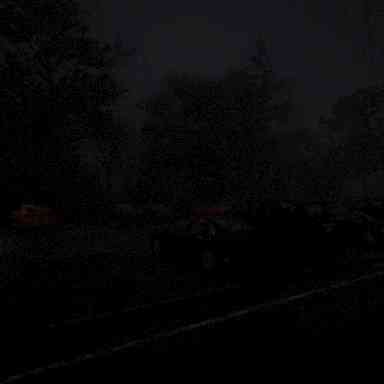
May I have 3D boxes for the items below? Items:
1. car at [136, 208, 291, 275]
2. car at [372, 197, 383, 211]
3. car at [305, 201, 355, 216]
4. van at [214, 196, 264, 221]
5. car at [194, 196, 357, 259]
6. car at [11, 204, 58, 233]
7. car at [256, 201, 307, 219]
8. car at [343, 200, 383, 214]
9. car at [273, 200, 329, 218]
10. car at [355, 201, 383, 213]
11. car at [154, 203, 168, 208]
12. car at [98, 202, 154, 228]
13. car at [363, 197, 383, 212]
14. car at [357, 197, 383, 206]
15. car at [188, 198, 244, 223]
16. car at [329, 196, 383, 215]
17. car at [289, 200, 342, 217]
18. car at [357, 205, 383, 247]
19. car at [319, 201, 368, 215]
[{"bbox_3d":[0.396,1.491,10.715,2.231,1.521,4.892,0,0,-35],"label":"car"},{"bbox_3d":[28.989,1.740,47.195,2.435,2.045,5.566,1,-1,-36],"label":"car"},{"bbox_3d":[15.499,1.802,37.542,2.163,1.488,4.792,1,0,-36],"label":"car"},{"bbox_3d":[4.087,1.384,29.562,1.878,1.987,4.442,1,0,-36],"label":"van"},{"bbox_3d":[2.659,1.256,12.370,2.435,2.045,5.566,1,0,-35],"label":"car"},{"bbox_3d":[-9.445,1.476,19.765,2.097,1.535,5.008,0,0,-35],"label":"car"},{"bbox_3d":[8.687,1.715,32.703,2.002,1.452,4.674,1,0,-36],"label":"car"},{"bbox_3d":[22.280,1.875,42.423,2.097,1.535,5.008,1,-1,-36],"label":"car"},{"bbox_3d":[11.059,1.704,34.174,1.946,1.575,5.366,1,0,-36],"label":"car"},{"bbox_3d":[24.442,1.951,43.973,2.002,1.452,4.674,1,-1,-36],"label":"car"},{"bbox_3d":[-2.645,1.569,24.619,2.002,1.452,4.674,1,0,-35],"label":"car"},{"bbox_3d":[-4.916,1.508,23.004,2.097,1.535,5.008,0,0,-35],"label":"car"},{"bbox_3d":[26.825,1.701,45.646,2.435,2.045,5.566,1,-1,-36],"label":"car"},{"bbox_3d":[9.506,1.329,17.252,2.435,2.045,5.566,1,0,-36],"label":"car"},{"bbox_3d":[1.909,1.455,27.827,2.185,1.767,4.553,1,0,-36],"label":"car"},{"bbox_3d":[20.030,1.587,40.785,2.435,2.045,5.566,1,0,-36],"label":"car"},{"bbox_3d":[13.221,1.739,35.942,2.097,1.535,5.008,1,0,-36],"label":"car"},{"bbox_3d":[7.233,1.553,15.604,2.231,1.521,4.892,1,0,-36],"label":"car"},{"bbox_3d":[17.730,1.834,39.210,2.163,1.488,4.792,1,0,-36],"label":"car"}]
